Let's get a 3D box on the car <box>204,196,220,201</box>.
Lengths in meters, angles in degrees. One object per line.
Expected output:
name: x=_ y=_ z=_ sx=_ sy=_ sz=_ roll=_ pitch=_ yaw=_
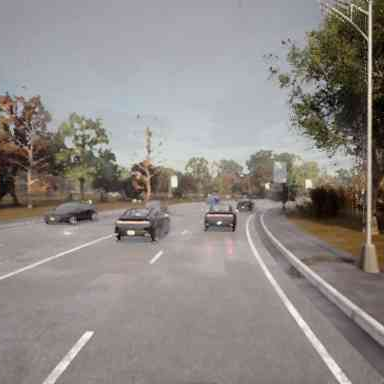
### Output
car: x=3.840 y=1.545 z=63.727 sx=1.882 sy=1.535 sz=5.008 roll=0 pitch=0 yaw=25

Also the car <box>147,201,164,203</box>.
car: x=-3.511 y=1.536 z=31.145 sx=1.812 sy=1.442 sz=4.674 roll=0 pitch=0 yaw=13

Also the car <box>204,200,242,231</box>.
car: x=1.866 y=1.518 z=20.727 sx=2.128 sy=1.511 sz=4.902 roll=0 pitch=0 yaw=9

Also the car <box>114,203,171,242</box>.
car: x=-2.269 y=1.498 z=16.328 sx=2.128 sy=1.511 sz=4.902 roll=0 pitch=0 yaw=7

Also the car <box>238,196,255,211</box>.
car: x=6.816 y=1.571 z=41.958 sx=1.837 sy=1.490 sz=4.892 roll=0 pitch=0 yaw=17

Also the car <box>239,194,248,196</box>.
car: x=10.726 y=1.234 z=69.690 sx=1.812 sy=1.442 sz=4.674 roll=0 pitch=0 yaw=28

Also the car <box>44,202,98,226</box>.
car: x=-8.500 y=1.464 z=23.736 sx=1.882 sy=1.535 sz=5.008 roll=0 pitch=0 yaw=10
